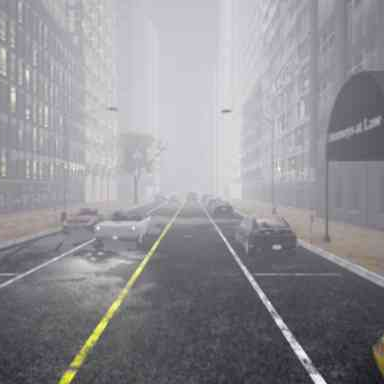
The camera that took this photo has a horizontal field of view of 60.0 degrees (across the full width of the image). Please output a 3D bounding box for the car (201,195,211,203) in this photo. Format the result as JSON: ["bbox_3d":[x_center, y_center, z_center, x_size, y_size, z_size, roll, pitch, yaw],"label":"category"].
[{"bbox_3d":[2.697,1.269,64.145,1.752,1.417,4.829,0,0,0],"label":"car"}]

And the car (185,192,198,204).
[{"bbox_3d":[0.012,0.982,59.601,2.150,2.045,5.566,0,0,0],"label":"car"}]

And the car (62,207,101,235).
[{"bbox_3d":[-5.691,1.515,18.398,1.802,1.307,4.206,0,0,0],"label":"car"}]

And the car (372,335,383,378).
[{"bbox_3d":[2.686,1.519,1.467,1.752,1.417,4.829,0,0,0],"label":"car"}]

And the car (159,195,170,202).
[{"bbox_3d":[-5.682,1.271,69.677,2.008,1.369,4.403,0,0,0],"label":"car"}]

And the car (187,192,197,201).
[{"bbox_3d":[0.014,0.967,74.112,2.097,1.767,4.553,0,0,0],"label":"car"}]

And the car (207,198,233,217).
[{"bbox_3d":[2.691,1.455,29.786,1.947,1.339,4.313,0,0,0],"label":"car"}]

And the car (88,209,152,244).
[{"bbox_3d":[-3.097,1.543,15.663,1.895,1.301,4.718,0,0,0],"label":"car"}]

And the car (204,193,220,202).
[{"bbox_3d":[3.008,1.306,44.978,1.882,1.535,5.008,0,0,0],"label":"car"}]

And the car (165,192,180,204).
[{"bbox_3d":[-3.039,1.280,57.070,1.837,1.490,4.892,0,0,1],"label":"car"}]

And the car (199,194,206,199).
[{"bbox_3d":[2.702,1.162,86.938,1.752,1.417,4.829,0,0,0],"label":"car"}]

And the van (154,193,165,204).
[{"bbox_3d":[-5.686,1.112,58.283,1.690,1.788,3.998,0,0,0],"label":"van"}]

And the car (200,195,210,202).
[{"bbox_3d":[2.698,1.264,69.673,1.887,1.381,4.507,0,0,0],"label":"car"}]

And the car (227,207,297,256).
[{"bbox_3d":[2.688,1.504,12.692,2.008,1.369,4.403,0,0,0],"label":"car"}]

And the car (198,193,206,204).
[{"bbox_3d":[2.695,1.085,58.276,2.192,1.841,5.009,0,0,0],"label":"car"}]
